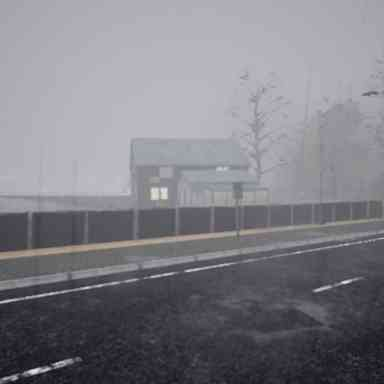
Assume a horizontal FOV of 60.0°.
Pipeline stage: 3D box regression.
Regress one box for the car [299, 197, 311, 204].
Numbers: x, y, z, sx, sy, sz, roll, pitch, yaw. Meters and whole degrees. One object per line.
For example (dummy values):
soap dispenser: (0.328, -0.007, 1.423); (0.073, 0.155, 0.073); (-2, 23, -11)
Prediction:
car: (16.223, 1.419, 48.945); (1.895, 1.301, 4.718); (-2, 1, -14)
